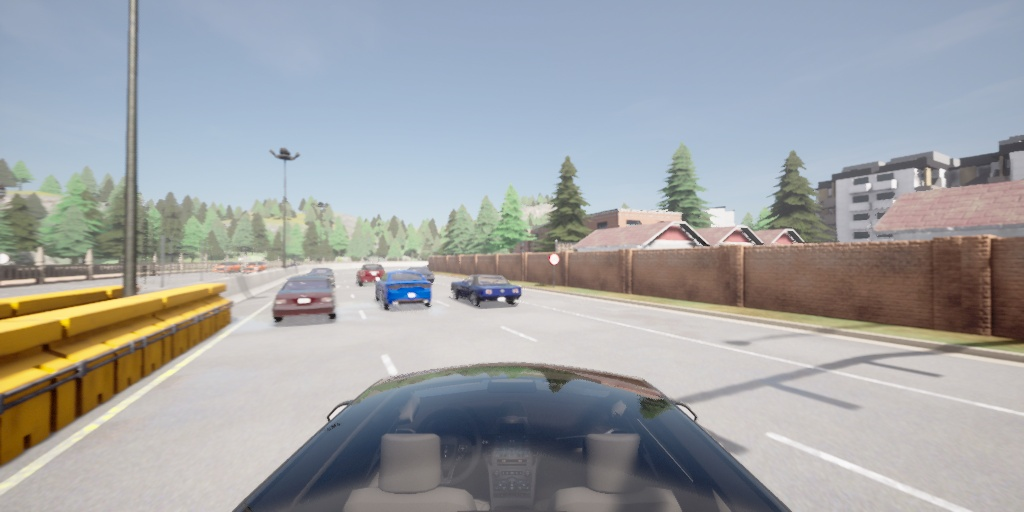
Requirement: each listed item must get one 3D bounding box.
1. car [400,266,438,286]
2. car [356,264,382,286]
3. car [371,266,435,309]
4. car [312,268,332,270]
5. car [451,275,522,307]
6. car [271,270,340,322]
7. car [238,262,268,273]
[{"bbox_3d":[-7.752,1.594,29.540,2.033,1.411,5.357,0,-1,-26],"label":"car"},{"bbox_3d":[-11.280,1.386,28.806,2.097,1.767,4.553,0,-1,-26],"label":"car"},{"bbox_3d":[-4.966,1.380,16.105,1.882,1.535,5.008,0,0,-26],"label":"car"},{"bbox_3d":[-14.021,1.554,26.426,2.033,1.411,5.357,0,-1,-26],"label":"car"},{"bbox_3d":[-1.396,1.514,16.769,1.895,1.301,4.718,0,-1,-26],"label":"car"},{"bbox_3d":[-7.352,1.414,13.014,2.033,1.411,5.357,0,-1,-26],"label":"car"},{"bbox_3d":[-37.804,1.624,52.843,2.097,1.767,4.553,0,-1,-19],"label":"car"}]
